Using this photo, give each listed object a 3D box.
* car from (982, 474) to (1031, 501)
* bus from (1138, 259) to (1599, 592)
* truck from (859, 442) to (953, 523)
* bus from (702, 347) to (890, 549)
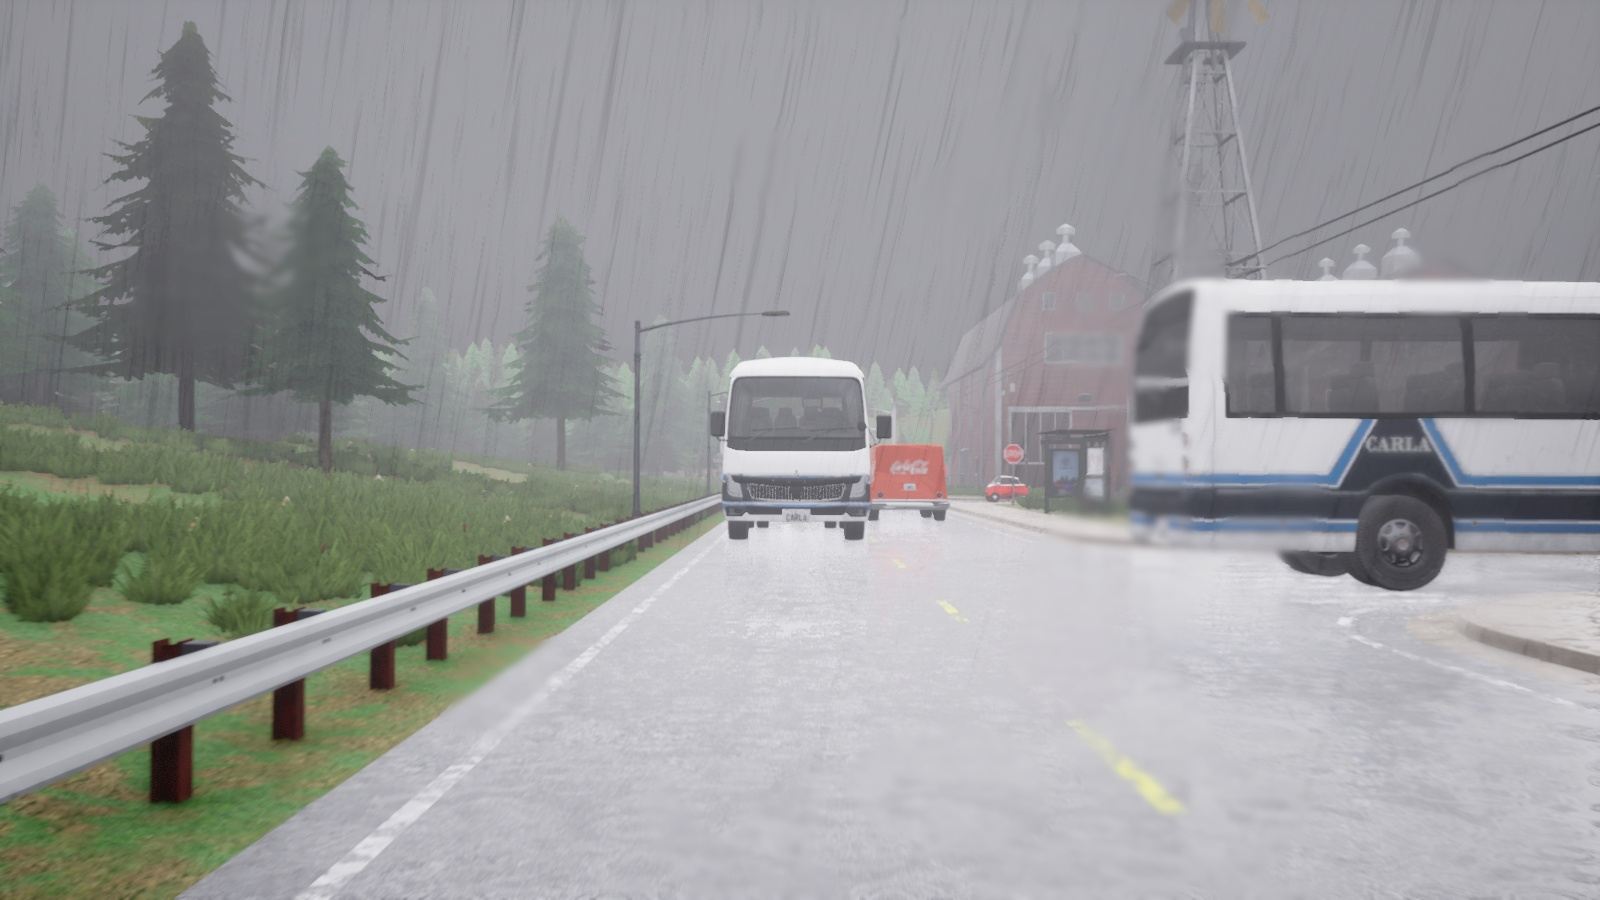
[{"bbox_3d":[10.567,1.902,64.364,2.207,1.376,1.481,0,-1,-1],"label":"car"},{"bbox_3d":[10.557,-0.302,18.083,10.273,4.253,3.944,0,-1,0],"label":"bus"},{"bbox_3d":[3.397,1.016,41.431,2.627,2.467,5.204,0,0,0],"label":"truck"},{"bbox_3d":[-0.081,-0.034,31.596,3.944,4.253,10.273,0,0,0],"label":"bus"}]
